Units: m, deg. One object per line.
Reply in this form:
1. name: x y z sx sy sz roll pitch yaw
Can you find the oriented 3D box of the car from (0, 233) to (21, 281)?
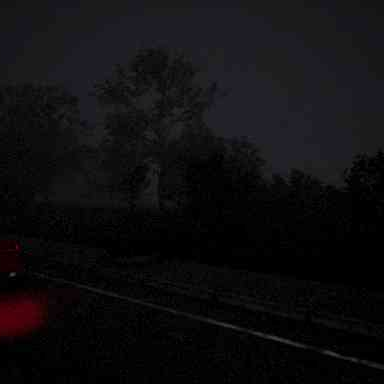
1. car: -6.431 1.480 8.655 5.008 1.535 1.882 0 0 36
